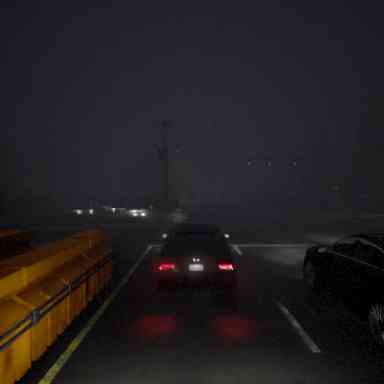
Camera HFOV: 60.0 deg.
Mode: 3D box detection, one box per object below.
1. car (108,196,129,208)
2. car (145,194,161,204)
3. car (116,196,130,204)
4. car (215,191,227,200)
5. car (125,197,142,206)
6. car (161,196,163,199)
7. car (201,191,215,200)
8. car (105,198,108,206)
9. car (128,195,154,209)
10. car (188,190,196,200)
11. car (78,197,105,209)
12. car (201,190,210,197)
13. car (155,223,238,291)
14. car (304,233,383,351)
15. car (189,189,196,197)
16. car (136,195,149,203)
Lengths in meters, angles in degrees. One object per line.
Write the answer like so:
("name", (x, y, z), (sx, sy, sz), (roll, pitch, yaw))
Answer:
("car", (-10.479, 1.614, 49.642), (2.033, 1.411, 5.357), (0, 0, 0))
("car", (-6.960, 1.296, 55.824), (2.150, 2.045, 5.566), (0, 0, 0))
("car", (-13.896, 1.534, 67.427), (1.837, 1.490, 4.892), (0, 1, 0))
("car", (7.074, 1.101, 78.830), (1.994, 1.385, 4.181), (0, 4, 0))
("car", (-10.449, 1.627, 59.708), (2.033, 1.411, 5.357), (0, 0, 0))
("car", (-6.896, 1.546, 68.766), (2.033, 1.411, 5.357), (0, 1, 0))
("car", (3.575, 0.925, 78.527), (2.097, 1.767, 4.553), (0, 4, 0))
("car", (-13.963, 1.621, 55.043), (2.033, 1.411, 5.357), (0, 0, 0))
("car", (-6.957, 1.553, 45.971), (2.128, 1.511, 4.902), (0, 0, -1))
("car", (0.075, 1.074, 78.436), (1.837, 1.490, 4.892), (0, 4, 0))
("car", (-13.991, 1.413, 45.579), (2.097, 1.767, 4.553), (0, 0, 0))
("car", (3.544, 0.308, 88.481), (1.994, 1.385, 4.181), (0, 7, 0))
("car", (0.104, 1.560, 9.164), (2.033, 1.411, 5.357), (0, 0, 0))
("car", (3.584, 1.500, 6.101), (2.128, 1.511, 4.902), (0, 0, 0))
("car", (0.044, 0.234, 88.461), (1.882, 1.535, 5.008), (0, 7, 0))
("car", (-10.398, 1.438, 69.969), (1.882, 1.535, 5.008), (0, 1, 0))
